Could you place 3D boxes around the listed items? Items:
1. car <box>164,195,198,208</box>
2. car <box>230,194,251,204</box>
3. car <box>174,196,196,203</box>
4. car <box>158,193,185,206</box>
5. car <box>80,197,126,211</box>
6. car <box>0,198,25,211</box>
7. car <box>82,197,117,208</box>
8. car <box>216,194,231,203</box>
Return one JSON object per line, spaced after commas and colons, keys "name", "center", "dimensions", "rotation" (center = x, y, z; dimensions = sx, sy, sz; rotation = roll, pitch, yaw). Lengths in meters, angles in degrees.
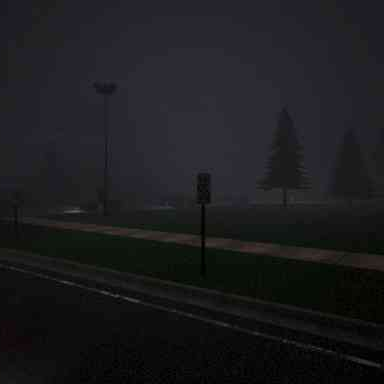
{"name": "car", "center": [-1.240, 1.547, 49.513], "dimensions": [2.033, 1.411, 5.357], "rotation": [0, 0, 35]}
{"name": "car", "center": [9.943, 1.548, 65.322], "dimensions": [1.837, 1.490, 4.892], "rotation": [0, 0, 35]}
{"name": "car", "center": [-1.329, 1.507, 67.570], "dimensions": [1.837, 1.490, 4.892], "rotation": [0, -1, 36]}
{"name": "car", "center": [-3.051, 1.222, 53.025], "dimensions": [2.150, 2.045, 5.566], "rotation": [0, 0, 35]}
{"name": "car", "center": [-11.210, 1.547, 41.373], "dimensions": [2.033, 1.411, 5.357], "rotation": [0, 0, 35]}
{"name": "car", "center": [-21.904, 1.505, 38.299], "dimensions": [1.837, 1.490, 4.892], "rotation": [0, 0, 35]}
{"name": "car", "center": [-13.781, 1.477, 49.904], "dimensions": [1.882, 1.535, 5.008], "rotation": [0, 0, 35]}
{"name": "car", "center": [7.058, 1.328, 67.304], "dimensions": [2.150, 2.045, 5.566], "rotation": [0, 0, 35]}
